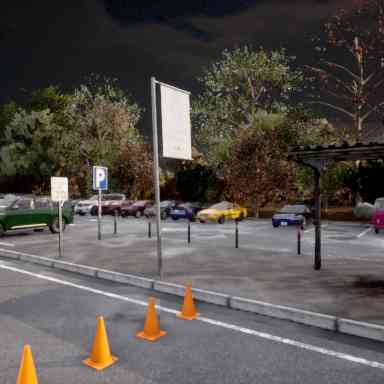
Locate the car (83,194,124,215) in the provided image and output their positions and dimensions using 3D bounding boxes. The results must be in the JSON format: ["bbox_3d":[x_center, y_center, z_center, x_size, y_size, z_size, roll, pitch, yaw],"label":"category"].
[{"bbox_3d":[-8.932,1.211,33.289,2.435,2.045,5.566,0,0,35],"label":"car"}]

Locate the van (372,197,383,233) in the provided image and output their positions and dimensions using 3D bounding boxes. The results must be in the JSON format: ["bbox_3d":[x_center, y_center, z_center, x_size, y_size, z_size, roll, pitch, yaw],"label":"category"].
[{"bbox_3d":[11.591,1.264,19.047,1.878,1.987,4.442,0,0,35],"label":"van"}]

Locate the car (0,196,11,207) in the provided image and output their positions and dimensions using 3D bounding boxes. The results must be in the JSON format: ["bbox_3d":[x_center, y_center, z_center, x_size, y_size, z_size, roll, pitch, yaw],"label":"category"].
[{"bbox_3d":[-29.254,1.331,47.830,1.946,1.575,5.366,1,0,35],"label":"car"}]

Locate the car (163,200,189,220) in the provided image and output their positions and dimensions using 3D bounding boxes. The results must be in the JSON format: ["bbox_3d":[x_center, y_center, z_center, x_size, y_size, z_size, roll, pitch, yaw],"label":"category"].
[{"bbox_3d":[0.185,1.504,26.954,2.163,1.488,4.792,0,0,35],"label":"car"}]

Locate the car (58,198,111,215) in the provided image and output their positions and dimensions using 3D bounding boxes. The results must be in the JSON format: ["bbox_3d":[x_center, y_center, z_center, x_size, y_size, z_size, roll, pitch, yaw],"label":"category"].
[{"bbox_3d":[-11.190,1.461,34.903,2.231,1.521,4.892,0,0,35],"label":"car"}]

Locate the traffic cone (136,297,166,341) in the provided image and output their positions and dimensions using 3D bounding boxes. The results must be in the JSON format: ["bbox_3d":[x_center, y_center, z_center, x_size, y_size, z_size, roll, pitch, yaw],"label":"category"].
[{"bbox_3d":[-0.637,1.957,5.233,0.340,0.580,0.340,0,0,35],"label":"traffic cone"}]

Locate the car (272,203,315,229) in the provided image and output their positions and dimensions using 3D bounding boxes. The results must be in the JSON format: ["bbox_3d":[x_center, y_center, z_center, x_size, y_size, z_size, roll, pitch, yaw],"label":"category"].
[{"bbox_3d":[6.965,1.513,22.119,2.163,1.488,4.792,0,0,35],"label":"car"}]

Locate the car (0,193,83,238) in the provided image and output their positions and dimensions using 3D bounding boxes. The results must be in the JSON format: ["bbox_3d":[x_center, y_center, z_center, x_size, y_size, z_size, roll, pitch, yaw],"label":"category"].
[{"bbox_3d":[-8.926,1.220,17.300,2.435,2.045,5.566,0,0,35],"label":"car"}]

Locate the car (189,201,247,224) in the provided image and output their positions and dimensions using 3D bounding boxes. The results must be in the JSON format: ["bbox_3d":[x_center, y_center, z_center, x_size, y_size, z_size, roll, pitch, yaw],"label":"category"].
[{"bbox_3d":[2.333,1.474,25.183,1.946,1.575,5.366,0,0,35],"label":"car"}]

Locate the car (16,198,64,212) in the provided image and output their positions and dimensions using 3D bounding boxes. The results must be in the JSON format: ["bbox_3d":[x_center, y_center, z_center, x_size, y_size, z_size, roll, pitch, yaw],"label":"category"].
[{"bbox_3d":[-18.017,1.468,39.671,2.163,1.488,4.792,0,0,35],"label":"car"}]

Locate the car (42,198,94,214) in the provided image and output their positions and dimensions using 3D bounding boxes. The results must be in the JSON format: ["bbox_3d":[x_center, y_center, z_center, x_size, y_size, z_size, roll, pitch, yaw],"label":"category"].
[{"bbox_3d":[-13.462,1.454,36.501,2.097,1.535,5.008,0,0,35],"label":"car"}]

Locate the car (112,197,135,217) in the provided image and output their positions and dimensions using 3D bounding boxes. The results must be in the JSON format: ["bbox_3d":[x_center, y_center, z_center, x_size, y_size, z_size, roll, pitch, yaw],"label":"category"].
[{"bbox_3d":[-4.370,1.468,30.126,2.097,1.535,5.008,0,0,35],"label":"car"}]

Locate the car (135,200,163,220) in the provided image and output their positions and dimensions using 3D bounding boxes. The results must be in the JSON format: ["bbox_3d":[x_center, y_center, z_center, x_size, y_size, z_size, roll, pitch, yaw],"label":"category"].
[{"bbox_3d":[-2.098,1.472,28.531,2.231,1.521,4.892,0,0,35],"label":"car"}]

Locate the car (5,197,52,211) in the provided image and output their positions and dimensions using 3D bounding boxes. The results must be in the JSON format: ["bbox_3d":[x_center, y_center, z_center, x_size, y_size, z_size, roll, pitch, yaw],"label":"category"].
[{"bbox_3d":[-20.260,1.451,41.319,2.163,1.488,4.792,0,0,35],"label":"car"}]

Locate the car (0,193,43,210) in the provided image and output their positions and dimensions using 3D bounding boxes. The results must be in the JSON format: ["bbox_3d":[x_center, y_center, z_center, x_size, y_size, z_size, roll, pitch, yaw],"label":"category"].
[{"bbox_3d":[-22.562,1.152,42.866,2.435,2.045,5.566,0,0,35],"label":"car"}]

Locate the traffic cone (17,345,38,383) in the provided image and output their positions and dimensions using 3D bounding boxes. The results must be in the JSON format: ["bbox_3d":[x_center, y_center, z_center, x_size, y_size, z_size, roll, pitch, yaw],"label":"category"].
[{"bbox_3d":[-1.787,1.957,3.600,0.340,0.580,0.340,0,0,35],"label":"traffic cone"}]

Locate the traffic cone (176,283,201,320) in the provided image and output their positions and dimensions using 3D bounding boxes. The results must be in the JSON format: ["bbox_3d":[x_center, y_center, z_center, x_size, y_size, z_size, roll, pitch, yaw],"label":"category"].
[{"bbox_3d":[-0.062,1.957,6.049,0.340,0.580,0.340,0,0,36],"label":"traffic cone"}]

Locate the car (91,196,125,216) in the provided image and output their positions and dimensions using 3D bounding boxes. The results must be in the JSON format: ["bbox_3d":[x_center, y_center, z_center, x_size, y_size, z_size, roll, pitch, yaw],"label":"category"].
[{"bbox_3d":[-6.642,1.465,31.721,2.097,1.535,5.008,0,0,35],"label":"car"}]

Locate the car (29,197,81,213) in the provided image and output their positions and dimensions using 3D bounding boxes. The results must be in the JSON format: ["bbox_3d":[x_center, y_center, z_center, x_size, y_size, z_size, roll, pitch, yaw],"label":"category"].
[{"bbox_3d":[-15.625,1.443,38.252,1.946,1.575,5.366,0,0,35],"label":"car"}]

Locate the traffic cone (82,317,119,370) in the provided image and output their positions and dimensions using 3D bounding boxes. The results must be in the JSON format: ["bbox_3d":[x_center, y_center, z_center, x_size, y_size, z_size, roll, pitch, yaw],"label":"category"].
[{"bbox_3d":[-1.212,1.957,4.417,0.340,0.580,0.340,0,0,35],"label":"traffic cone"}]
